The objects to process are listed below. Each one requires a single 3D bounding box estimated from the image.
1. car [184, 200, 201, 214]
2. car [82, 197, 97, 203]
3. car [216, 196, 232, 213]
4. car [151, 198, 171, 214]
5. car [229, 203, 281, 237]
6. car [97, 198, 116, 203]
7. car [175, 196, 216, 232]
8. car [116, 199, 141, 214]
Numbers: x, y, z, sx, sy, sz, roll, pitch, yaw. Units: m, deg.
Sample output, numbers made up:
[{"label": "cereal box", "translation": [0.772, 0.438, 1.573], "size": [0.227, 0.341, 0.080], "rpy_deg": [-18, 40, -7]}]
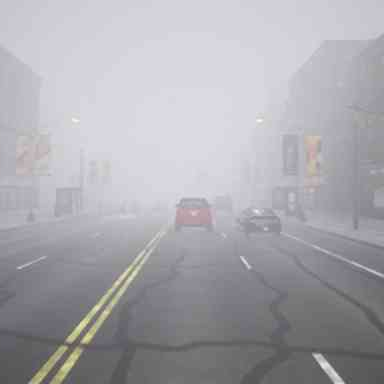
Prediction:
[{"label": "car", "translation": [-0.036, 1.723, 40.404], "size": [1.882, 1.535, 5.008], "rpy_deg": [0, 0, -2]}, {"label": "car", "translation": [-25.774, 2.034, 84.422], "size": [4.674, 1.452, 2.002], "rpy_deg": [0, 0, 20]}, {"label": "car", "translation": [3.495, 1.465, 39.637], "size": [2.150, 2.045, 5.566], "rpy_deg": [0, 0, -2]}, {"label": "car", "translation": [-3.673, 1.787, 39.387], "size": [2.033, 1.411, 5.357], "rpy_deg": [0, 0, -1]}, {"label": "car", "translation": [3.597, 1.605, 18.645], "size": [2.128, 1.511, 4.902], "rpy_deg": [0, 0, 0]}, {"label": "car", "translation": [-20.470, 2.095, 82.252], "size": [4.718, 1.301, 1.895], "rpy_deg": [0, 0, 30]}, {"label": "car", "translation": [0.095, 1.353, 21.132], "size": [2.150, 2.045, 5.566], "rpy_deg": [0, 0, 0]}, {"label": "car", "translation": [-7.255, 1.732, 39.515], "size": [2.128, 1.511, 4.902], "rpy_deg": [0, 0, -2]}]
